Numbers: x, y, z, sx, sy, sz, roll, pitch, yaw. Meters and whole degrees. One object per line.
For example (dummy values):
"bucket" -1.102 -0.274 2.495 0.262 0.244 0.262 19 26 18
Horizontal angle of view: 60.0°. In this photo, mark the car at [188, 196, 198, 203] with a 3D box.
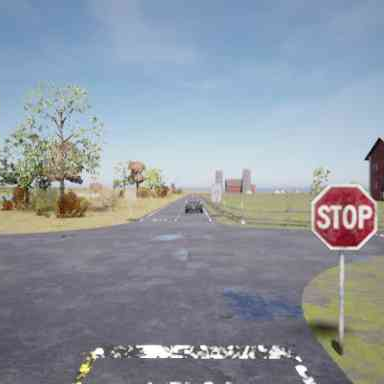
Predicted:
"car" 0.234 1.485 71.070 2.033 1.411 5.357 0 0 0

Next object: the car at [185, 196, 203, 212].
"car" 0.225 1.462 37.622 2.128 1.511 4.902 0 0 0
